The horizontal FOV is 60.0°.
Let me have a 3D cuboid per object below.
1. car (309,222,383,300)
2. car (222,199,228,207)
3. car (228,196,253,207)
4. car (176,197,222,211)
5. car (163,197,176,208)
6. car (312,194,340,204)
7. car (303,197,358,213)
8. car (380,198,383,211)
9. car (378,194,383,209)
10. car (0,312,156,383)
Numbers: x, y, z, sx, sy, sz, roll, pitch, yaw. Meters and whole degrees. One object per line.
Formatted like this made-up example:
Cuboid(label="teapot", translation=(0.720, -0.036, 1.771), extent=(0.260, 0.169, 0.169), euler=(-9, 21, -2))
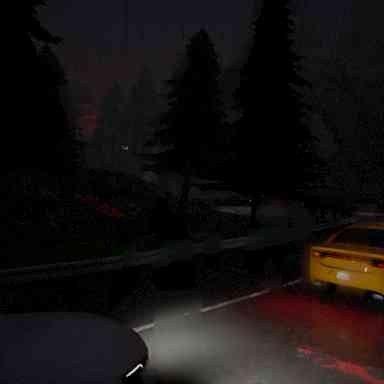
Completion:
Cuboid(label="car", translation=(4.779, 1.478, 8.097), extent=(5.008, 1.535, 1.882), euler=(0, 0, -42))
Cuboid(label="car", translation=(2.396, 1.575, 48.671), extent=(4.718, 1.301, 1.895), euler=(0, 0, 34))
Cuboid(label="car", translation=(7.333, 1.341, 49.531), extent=(4.553, 1.767, 2.097), euler=(0, 0, 34))
Cuboid(label="car", translation=(0.873, 1.492, 41.230), extent=(4.892, 1.490, 1.837), euler=(0, 0, 34))
Cuboid(label="car", translation=(-1.358, 1.491, 47.008), extent=(4.674, 1.442, 1.812), euler=(0, 0, 35))
Cuboid(label="car", translation=(25.294, 1.351, 62.920), extent=(4.553, 1.767, 2.097), euler=(0, 0, 34))
Cuboid(label="car", translation=(14.863, 1.552, 35.886), extent=(5.357, 1.411, 2.033), euler=(0, 0, 34))
Cuboid(label="car", translation=(19.300, 1.498, 28.612), extent=(4.902, 1.511, 2.128), euler=(0, 0, 34))
Cuboid(label="car", translation=(22.608, 1.228, 34.830), extent=(5.566, 2.045, 2.150), euler=(0, 0, 34))
Cuboid(label="car", translation=(-2.493, 1.526, 2.231), extent=(4.674, 1.442, 1.812), euler=(0, 0, -36))
